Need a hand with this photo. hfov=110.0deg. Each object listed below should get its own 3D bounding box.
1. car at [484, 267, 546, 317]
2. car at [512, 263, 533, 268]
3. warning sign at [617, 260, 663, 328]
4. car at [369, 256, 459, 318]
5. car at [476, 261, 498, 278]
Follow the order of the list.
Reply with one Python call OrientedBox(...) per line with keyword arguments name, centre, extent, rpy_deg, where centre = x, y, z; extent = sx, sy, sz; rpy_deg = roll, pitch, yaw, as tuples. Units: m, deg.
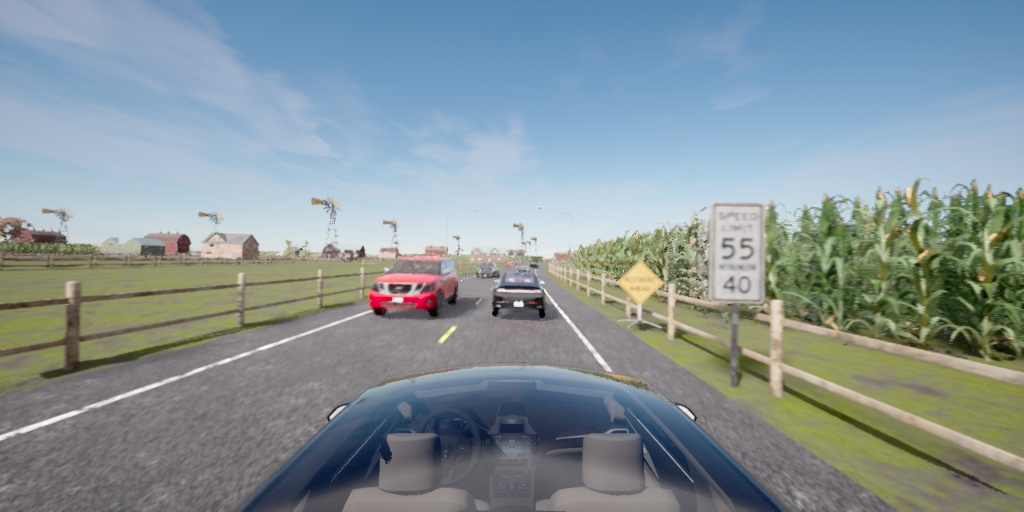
OrientedBox(name="car", centre=(0.275, 1.375, 14.013), extent=(2.128, 1.511, 4.902), rpy_deg=(1, -1, 1))
OrientedBox(name="car", centre=(1.225, 1.784, 42.286), extent=(1.895, 1.301, 4.718), rpy_deg=(1, -1, 3))
OrientedBox(name="warning sign", centre=(3.647, 1.041, 10.280), extent=(1.300, 1.860, 1.060), rpy_deg=(0, 0, 1))
OrientedBox(name="car", centre=(-3.415, 1.012, 13.698), extent=(2.150, 2.045, 5.566), rpy_deg=(1, -1, 1))
OrientedBox(name="car", centre=(-2.577, 1.405, 38.240), extent=(2.097, 1.767, 4.553), rpy_deg=(1, 0, 3))
